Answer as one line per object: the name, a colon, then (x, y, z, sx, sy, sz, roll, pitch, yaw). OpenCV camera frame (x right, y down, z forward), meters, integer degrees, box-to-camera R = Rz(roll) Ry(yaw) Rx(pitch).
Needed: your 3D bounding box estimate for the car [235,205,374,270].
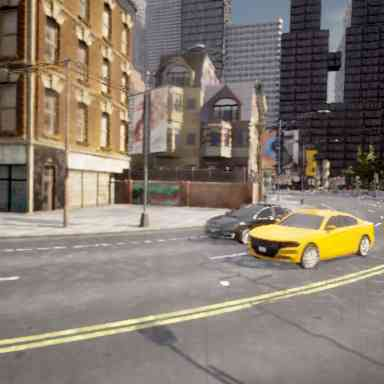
car: (3.948, 1.331, 10.705, 5.008, 1.535, 1.882, 1, 2, -37)

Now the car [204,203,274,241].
car: (2.707, 1.259, 14.135, 4.892, 1.490, 1.837, 1, 1, -39)
